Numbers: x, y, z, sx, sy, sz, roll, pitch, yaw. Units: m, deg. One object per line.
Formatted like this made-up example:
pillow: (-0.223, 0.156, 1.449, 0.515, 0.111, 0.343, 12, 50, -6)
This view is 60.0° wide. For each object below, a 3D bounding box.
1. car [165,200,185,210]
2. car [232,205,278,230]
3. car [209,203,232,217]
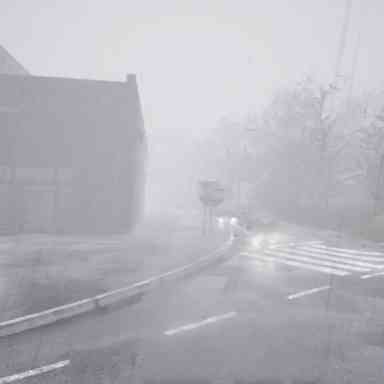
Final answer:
car: (-2.608, 1.990, 51.126, 1.994, 1.385, 4.181, 3, -2, -24)
car: (4.374, 1.661, 22.619, 2.128, 1.511, 4.902, 2, 0, -3)
car: (3.097, 1.814, 33.878, 1.994, 1.385, 4.181, 2, -1, -12)
